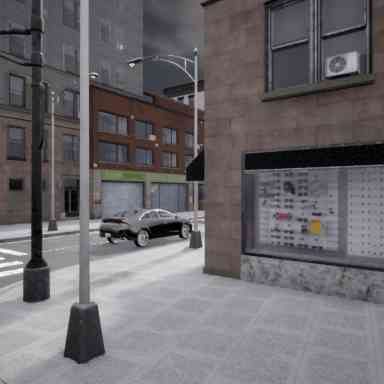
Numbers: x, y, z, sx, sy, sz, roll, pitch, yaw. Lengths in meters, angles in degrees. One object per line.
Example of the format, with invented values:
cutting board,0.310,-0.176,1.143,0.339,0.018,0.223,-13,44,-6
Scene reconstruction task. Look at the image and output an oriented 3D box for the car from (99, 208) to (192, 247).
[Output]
car,-1.875,1.459,14.950,2.128,1.511,4.902,0,0,35
